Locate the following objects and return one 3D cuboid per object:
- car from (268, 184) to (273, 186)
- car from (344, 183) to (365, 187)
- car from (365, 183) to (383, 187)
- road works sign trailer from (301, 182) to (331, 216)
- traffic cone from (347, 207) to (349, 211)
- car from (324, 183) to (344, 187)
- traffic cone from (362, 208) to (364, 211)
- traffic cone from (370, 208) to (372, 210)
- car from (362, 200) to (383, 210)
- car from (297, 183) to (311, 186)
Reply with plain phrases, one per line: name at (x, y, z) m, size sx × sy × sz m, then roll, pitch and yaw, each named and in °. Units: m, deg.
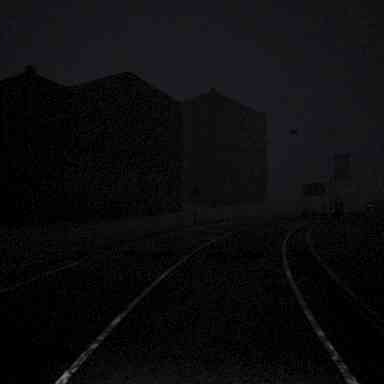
car at (17.093, -1.674, 79.827) m, size 4.553 × 1.767 × 2.185 m, roll 0°, pitch -5°, yaw -4°
car at (39.025, -1.428, 81.649) m, size 4.674 × 1.452 × 2.002 m, roll 1°, pitch -5°, yaw -6°
car at (44.534, -1.404, 82.313) m, size 5.008 × 1.535 × 2.097 m, roll 1°, pitch -5°, yaw -7°
road works sign trailer at (13.442, 0.788, 36.495) m, size 2.380 × 3.560 × 2.880 m, roll -4°, pitch -3°, yaw 40°
traffic cone at (21.759, 2.420, 46.432) m, size 0.340 × 0.580 × 0.340 m, roll 1°, pitch -5°, yaw -45°
car at (33.504, -1.515, 81.110) m, size 4.892 × 1.521 × 2.231 m, roll 0°, pitch -5°, yaw -5°
traffic cone at (23.161, 2.275, 45.018) m, size 0.340 × 0.580 × 0.340 m, roll 1°, pitch -5°, yaw -45°
traffic cone at (23.862, 2.203, 44.312) m, size 0.340 × 0.580 × 0.340 m, roll 1°, pitch -5°, yaw -45°
car at (29.101, 2.063, 52.744) m, size 4.892 × 1.490 × 1.837 m, roll 0°, pitch -5°, yaw -28°
car at (28.001, -1.535, 80.671) m, size 4.892 × 1.521 × 2.231 m, roll 0°, pitch -5°, yaw -4°
